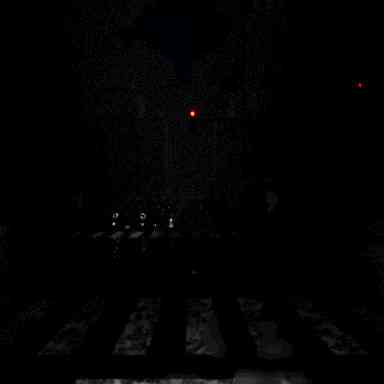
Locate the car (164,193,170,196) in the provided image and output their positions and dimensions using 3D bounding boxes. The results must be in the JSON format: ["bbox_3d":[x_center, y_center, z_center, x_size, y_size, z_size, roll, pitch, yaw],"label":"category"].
[{"bbox_3d":[-5.395,1.459,62.494,1.752,1.417,4.829,0,0,0],"label":"car"}]

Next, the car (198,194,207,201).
[{"bbox_3d":[2.666,1.349,84.288,1.967,1.590,4.097,0,0,0],"label":"car"}]

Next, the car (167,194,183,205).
[{"bbox_3d":[-2.768,1.447,57.160,1.837,1.490,4.892,0,-1,0],"label":"car"}]

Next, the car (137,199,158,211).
[{"bbox_3d":[-5.403,1.523,41.038,1.947,1.339,4.313,0,0,0],"label":"car"}]

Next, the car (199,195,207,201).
[{"bbox_3d":[2.671,1.440,79.052,1.752,1.417,4.829,0,0,0],"label":"car"}]

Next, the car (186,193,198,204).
[{"bbox_3d":[0.005,1.152,65.465,2.150,2.045,5.566,0,0,0],"label":"car"}]

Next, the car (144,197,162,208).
[{"bbox_3d":[-5.401,1.496,46.444,1.887,1.381,4.507,0,0,0],"label":"car"}]

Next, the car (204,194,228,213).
[{"bbox_3d":[2.706,1.278,35.632,2.192,1.841,5.009,0,0,0],"label":"car"}]

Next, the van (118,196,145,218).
[{"bbox_3d":[-5.407,1.310,30.225,1.690,1.788,3.998,0,0,0],"label":"van"}]

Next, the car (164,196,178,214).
[{"bbox_3d":[-2.846,1.467,35.184,1.837,1.490,4.892,0,0,0],"label":"car"}]

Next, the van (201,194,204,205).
[{"bbox_3d":[2.693,1.287,51.851,1.690,1.788,3.998,0,0,0],"label":"van"}]

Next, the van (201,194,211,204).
[{"bbox_3d":[2.684,1.275,62.664,1.690,1.788,3.998,0,0,0],"label":"van"}]

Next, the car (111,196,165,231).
[{"bbox_3d":[-3.285,1.331,20.385,2.097,1.767,4.553,0,0,7],"label":"car"}]

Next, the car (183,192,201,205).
[{"bbox_3d":[0.057,1.294,55.539,2.097,1.767,4.553,0,0,0],"label":"car"}]

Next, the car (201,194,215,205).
[{"bbox_3d":[2.688,1.255,57.257,2.192,1.841,5.009,0,0,0],"label":"car"}]

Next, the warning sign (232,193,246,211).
[{"bbox_3d":[4.945,1.079,35.175,1.300,1.860,1.060,0,0,0],"label":"warning sign"}]

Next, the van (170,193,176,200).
[{"bbox_3d":[-5.384,1.239,95.100,1.690,1.788,3.998,0,0,0],"label":"van"}]
